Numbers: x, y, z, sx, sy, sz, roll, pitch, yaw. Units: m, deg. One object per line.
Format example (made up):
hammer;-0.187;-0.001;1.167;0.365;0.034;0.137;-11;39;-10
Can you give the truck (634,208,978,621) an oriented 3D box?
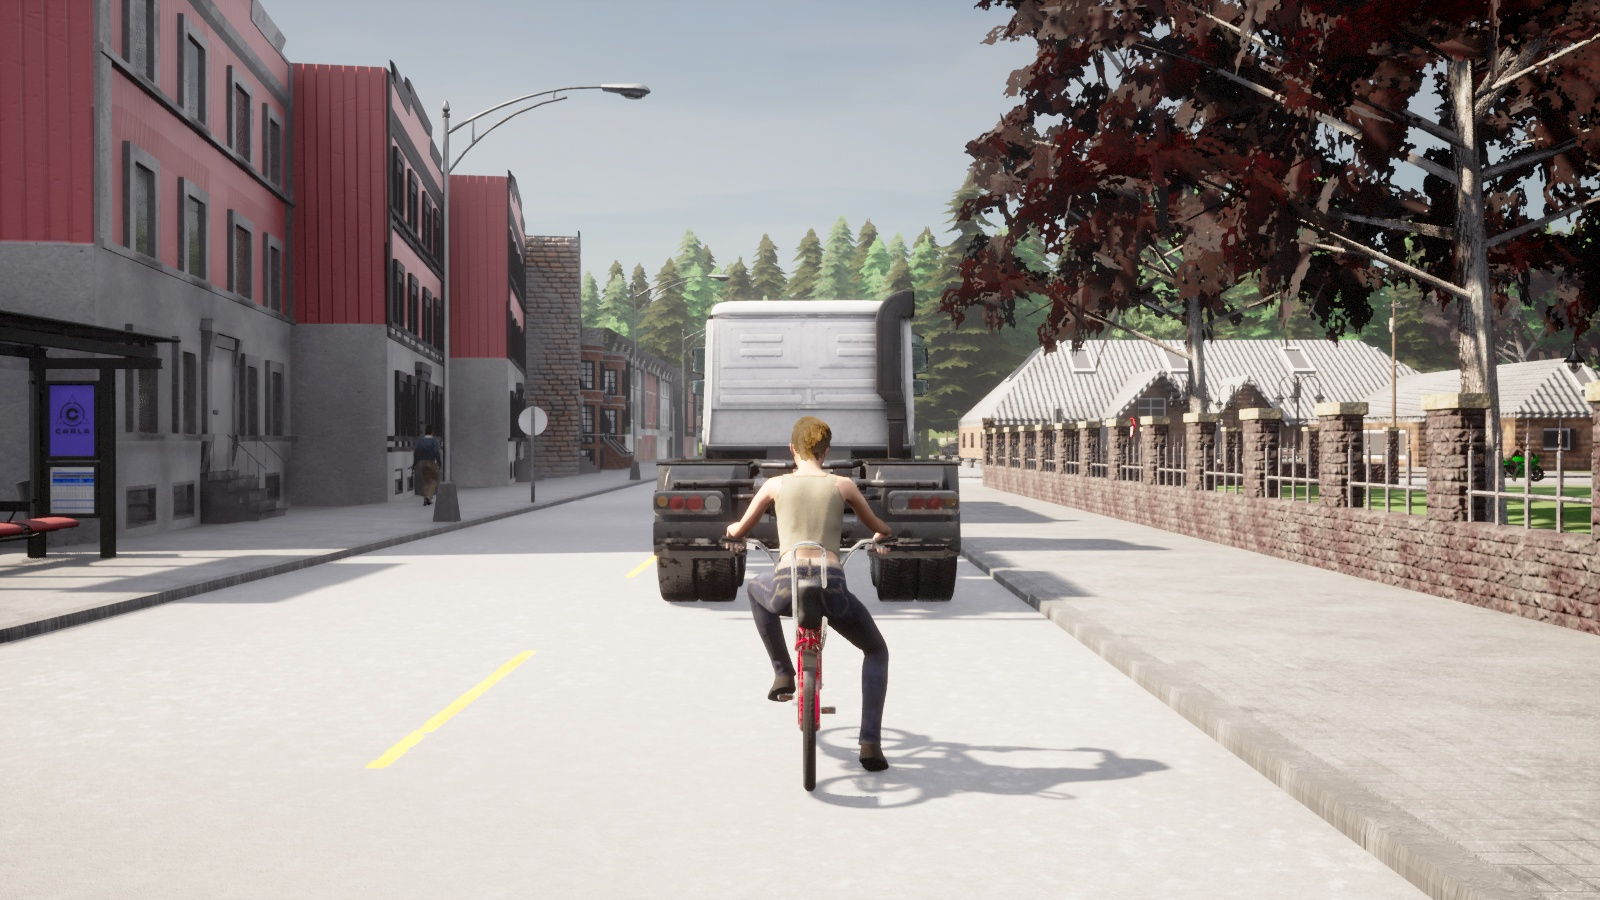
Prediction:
truck;0.095;-0.317;14.519;2.891;3.462;7.936;0;0;1

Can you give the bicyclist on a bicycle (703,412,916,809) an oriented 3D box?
bicyclist on a bicycle;0.044;0.650;5.856;0.866;1.612;1.509;0;0;0

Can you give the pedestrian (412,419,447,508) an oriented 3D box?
pedestrian;-8.262;0.291;28.011;0.423;1.949;0.788;0;0;12

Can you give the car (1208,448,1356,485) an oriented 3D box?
car;17.769;0.599;46.425;4.718;1.301;1.895;0;0;-1

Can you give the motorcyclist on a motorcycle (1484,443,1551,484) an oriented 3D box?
motorcyclist on a motorcycle;26.488;0.488;46.375;2.044;1.523;0.797;0;0;-1
